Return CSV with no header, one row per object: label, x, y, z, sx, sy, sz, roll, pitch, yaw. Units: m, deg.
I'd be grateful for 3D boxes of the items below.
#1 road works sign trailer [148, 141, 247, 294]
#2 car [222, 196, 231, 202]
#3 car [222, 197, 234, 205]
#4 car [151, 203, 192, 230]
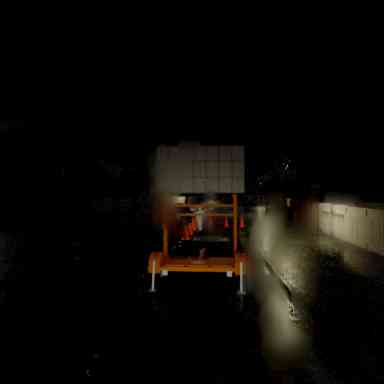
road works sign trailer,0.228,0.469,8.849,2.380,3.560,2.880,0,0,5
car,9.066,1.855,87.897,1.895,1.301,4.718,0,0,0
car,7.067,1.678,62.039,2.033,1.411,5.357,0,0,10
car,-1.216,1.505,21.481,1.882,1.535,5.008,0,0,8
